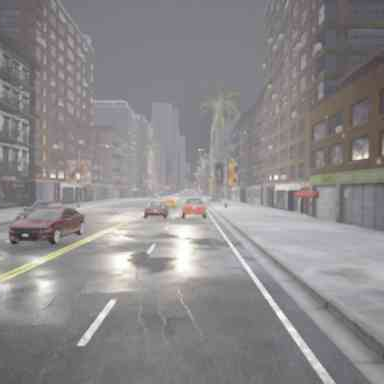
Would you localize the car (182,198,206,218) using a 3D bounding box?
[{"bbox_3d":[0.176,1.330,30.037,2.097,1.767,4.553,0,0,0],"label":"car"}]

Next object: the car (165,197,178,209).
[{"bbox_3d":[-3.009,1.405,45.123,1.882,1.535,5.008,0,0,0],"label":"car"}]

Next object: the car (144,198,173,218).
[{"bbox_3d":[-3.054,1.519,29.471,1.994,1.385,4.181,0,0,0],"label":"car"}]

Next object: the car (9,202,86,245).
[{"bbox_3d":[-6.544,1.424,15.587,1.882,1.535,5.008,0,0,0],"label":"car"}]

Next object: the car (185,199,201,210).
[{"bbox_3d":[0.179,1.557,42.291,1.895,1.301,4.718,0,0,1],"label":"car"}]
